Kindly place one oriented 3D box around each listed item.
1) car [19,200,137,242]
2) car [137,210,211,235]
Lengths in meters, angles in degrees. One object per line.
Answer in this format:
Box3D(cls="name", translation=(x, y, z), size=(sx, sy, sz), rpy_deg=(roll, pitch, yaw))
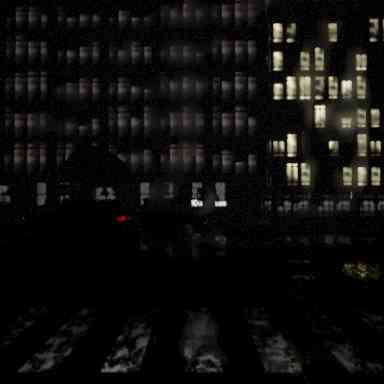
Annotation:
Box3D(cls="car", translation=(-5.994, 1.427, 17.456), size=(5.566, 2.045, 2.150), rpy_deg=(1, -1, 1))
Box3D(cls="car", translation=(-1.536, 1.851, 20.661), size=(5.357, 1.411, 2.033), rpy_deg=(1, -1, 1))
